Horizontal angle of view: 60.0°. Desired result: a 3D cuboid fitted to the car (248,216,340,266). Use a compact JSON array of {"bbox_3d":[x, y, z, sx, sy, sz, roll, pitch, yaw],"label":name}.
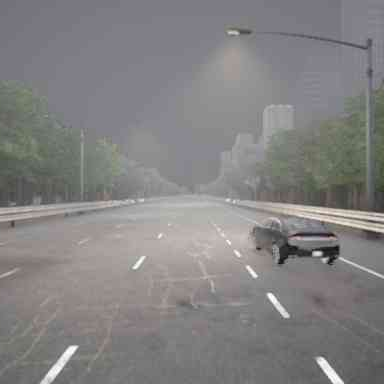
[{"bbox_3d":[3.456,1.603,12.032,2.128,1.511,4.902,1,-1,-4],"label":"car"}]
